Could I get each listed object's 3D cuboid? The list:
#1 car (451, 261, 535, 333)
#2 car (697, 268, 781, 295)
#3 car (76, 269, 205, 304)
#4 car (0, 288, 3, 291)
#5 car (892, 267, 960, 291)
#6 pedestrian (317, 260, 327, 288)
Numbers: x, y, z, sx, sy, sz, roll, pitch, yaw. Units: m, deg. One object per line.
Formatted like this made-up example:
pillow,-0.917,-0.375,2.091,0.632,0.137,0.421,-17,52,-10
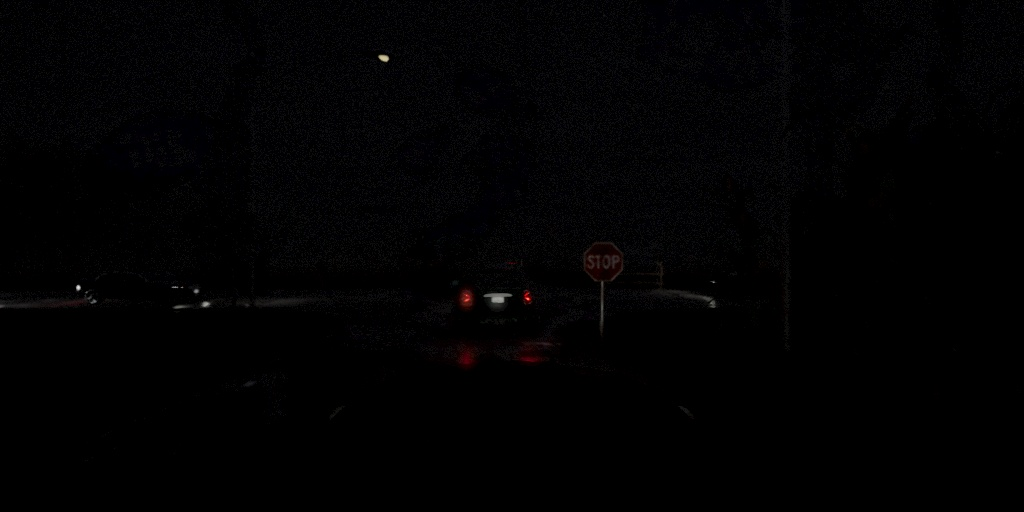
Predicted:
car,-0.775,1.155,11.223,2.097,1.767,4.553,0,0,-11
car,12.833,1.365,19.943,4.674,1.442,1.812,0,1,1
car,-17.275,1.396,16.839,4.902,1.511,2.128,0,1,0
car,-27.397,1.529,16.803,4.718,1.301,1.895,0,1,0
car,22.733,1.345,19.940,5.008,1.535,1.882,0,1,0
pedestrian,-12.182,1.115,22.829,0.375,1.860,0.375,0,1,0
